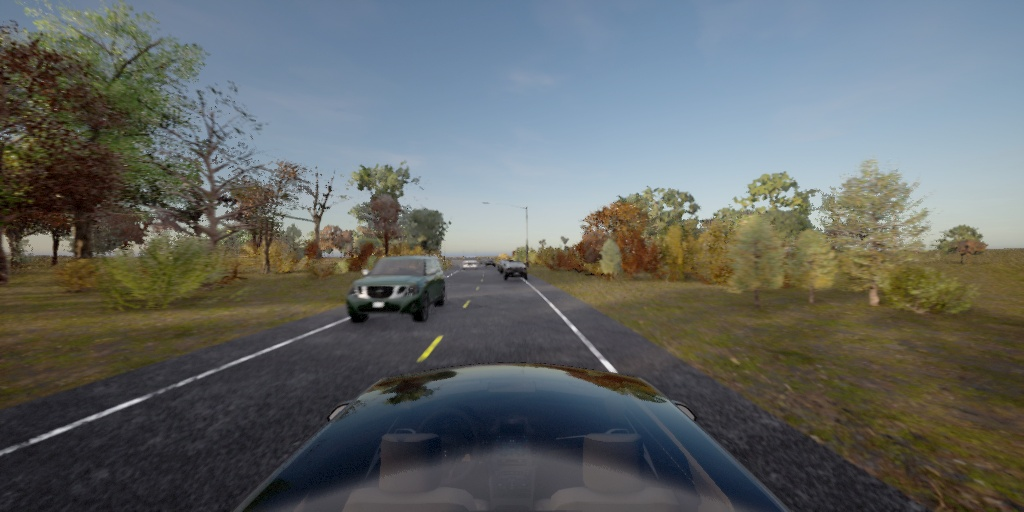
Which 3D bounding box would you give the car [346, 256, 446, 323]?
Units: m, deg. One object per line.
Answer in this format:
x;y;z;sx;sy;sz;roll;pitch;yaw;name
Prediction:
-3.720;0.999;12.622;2.150;2.045;5.566;0;0;-1;car

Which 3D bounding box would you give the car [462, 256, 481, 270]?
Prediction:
-6.113;1.013;52.881;2.150;2.045;5.566;0;0;-5;car

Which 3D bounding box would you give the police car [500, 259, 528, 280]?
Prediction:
0.234;1.189;31.247;1.930;1.638;5.238;0;0;-3;police car

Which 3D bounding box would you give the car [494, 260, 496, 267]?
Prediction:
-0.937;1.243;47.183;1.882;1.535;5.008;0;0;-5;car

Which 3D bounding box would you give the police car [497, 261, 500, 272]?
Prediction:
-0.443;1.192;41.280;1.930;1.638;5.238;0;0;-4;police car
